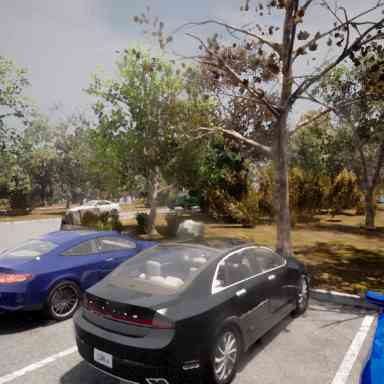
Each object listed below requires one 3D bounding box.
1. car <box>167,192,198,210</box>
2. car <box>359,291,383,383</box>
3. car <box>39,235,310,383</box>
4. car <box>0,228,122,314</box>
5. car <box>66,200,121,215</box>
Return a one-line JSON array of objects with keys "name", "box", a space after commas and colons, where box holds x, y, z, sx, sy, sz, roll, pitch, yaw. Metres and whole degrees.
[{"name": "car", "box": [-0.453, 0.939, 37.196, 2.150, 2.045, 5.566, -3, -1, 35]}, {"name": "car", "box": [3.134, 1.479, 3.587, 2.097, 1.535, 5.008, 0, 0, 36]}, {"name": "car", "box": [0.463, 1.483, 5.480, 2.231, 1.521, 4.892, 0, 0, 36]}, {"name": "car", "box": [-2.202, 1.525, 7.385, 2.002, 1.452, 4.674, 0, 0, 36]}, {"name": "car", "box": [-7.791, 1.401, 26.693, 1.812, 1.442, 4.674, -3, -1, 34]}]
